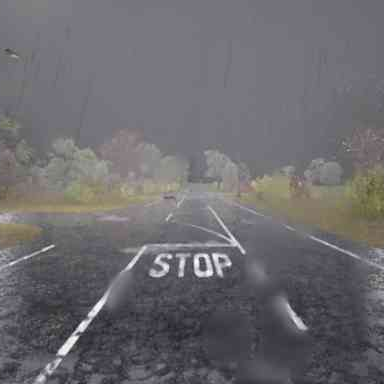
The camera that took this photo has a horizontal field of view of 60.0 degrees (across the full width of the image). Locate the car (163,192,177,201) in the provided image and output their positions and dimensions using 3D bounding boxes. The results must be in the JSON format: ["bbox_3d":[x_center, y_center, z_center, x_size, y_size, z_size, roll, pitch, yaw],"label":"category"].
[{"bbox_3d":[-3.350,0.712,50.683,1.895,1.301,4.718,0,1,0],"label":"car"}]
